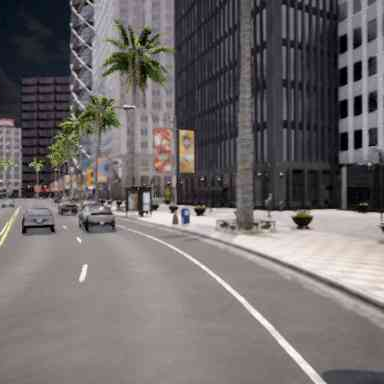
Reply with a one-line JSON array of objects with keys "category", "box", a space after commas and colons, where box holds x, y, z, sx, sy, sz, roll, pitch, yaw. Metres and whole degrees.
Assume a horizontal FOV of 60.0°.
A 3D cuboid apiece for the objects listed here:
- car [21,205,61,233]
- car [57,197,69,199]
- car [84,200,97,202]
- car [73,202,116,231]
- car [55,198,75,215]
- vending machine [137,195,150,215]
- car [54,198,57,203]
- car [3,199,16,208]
[{"category": "car", "box": [-9.878, 1.726, 21.419, 2.033, 1.411, 5.357, 0, 0, -26]}, {"category": "car", "box": [-25.945, 1.889, 68.545, 2.185, 1.767, 4.553, 0, 0, -26]}, {"category": "car", "box": [-12.910, 1.791, 42.221, 2.231, 1.521, 4.892, 0, 0, -26]}, {"category": "car", "box": [-6.306, 1.649, 21.838, 2.128, 1.511, 4.902, 0, 0, -25]}, {"category": "car", "box": [-14.256, 1.803, 38.201, 1.837, 1.490, 4.892, 0, 0, -26]}, {"category": "vending machine", "box": [-5.345, 1.428, 36.634, 1.100, 2.100, 0.880, 0, 0, -26]}, {"category": "car", "box": [-35.406, 2.215, 88.329, 2.161, 1.482, 4.786, 0, 0, -26]}, {"category": "car", "box": [-33.026, 2.048, 60.089, 2.128, 1.511, 4.902, 0, 0, -26]}]
